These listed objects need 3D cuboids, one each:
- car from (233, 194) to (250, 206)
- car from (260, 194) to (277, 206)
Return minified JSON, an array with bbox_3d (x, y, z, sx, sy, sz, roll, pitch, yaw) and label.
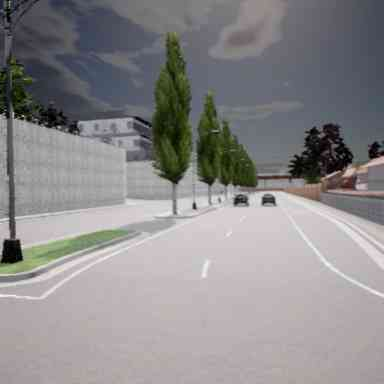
[{"bbox_3d":[6.573,1.076,44.431,1.837,1.490,4.892,-1,0,14],"label":"car"},{"bbox_3d":[10.081,1.013,44.028,1.837,1.490,4.892,-1,0,13],"label":"car"}]
